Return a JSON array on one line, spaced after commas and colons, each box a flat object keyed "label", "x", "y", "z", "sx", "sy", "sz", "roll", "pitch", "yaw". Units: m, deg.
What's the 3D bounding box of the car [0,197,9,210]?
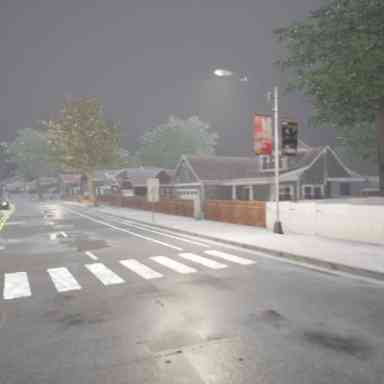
[{"label": "car", "x": -25.816, "y": 1.496, "z": 44.642, "sx": 2.097, "sy": 1.767, "sz": 4.553, "roll": -1, "pitch": 0, "yaw": -27}]
